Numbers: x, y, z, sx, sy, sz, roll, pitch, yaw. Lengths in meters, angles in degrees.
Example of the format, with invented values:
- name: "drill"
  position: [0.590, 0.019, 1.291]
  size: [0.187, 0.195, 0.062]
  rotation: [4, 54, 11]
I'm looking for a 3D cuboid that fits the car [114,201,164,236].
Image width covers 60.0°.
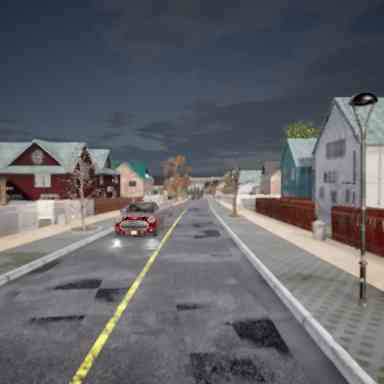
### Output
- name: "car"
  position: [-2.719, 1.317, 17.989]
  size: [2.097, 1.767, 4.553]
  rotation: [0, 0, 1]
